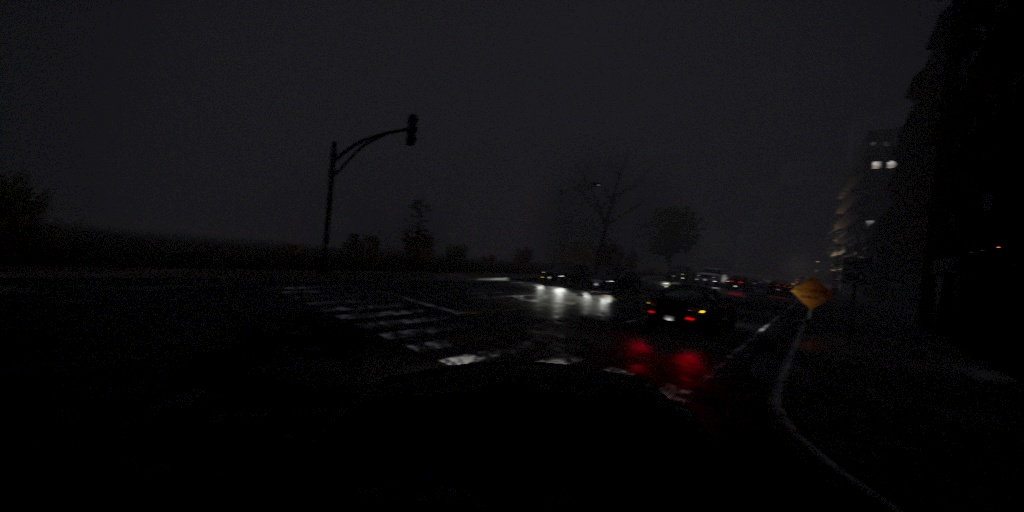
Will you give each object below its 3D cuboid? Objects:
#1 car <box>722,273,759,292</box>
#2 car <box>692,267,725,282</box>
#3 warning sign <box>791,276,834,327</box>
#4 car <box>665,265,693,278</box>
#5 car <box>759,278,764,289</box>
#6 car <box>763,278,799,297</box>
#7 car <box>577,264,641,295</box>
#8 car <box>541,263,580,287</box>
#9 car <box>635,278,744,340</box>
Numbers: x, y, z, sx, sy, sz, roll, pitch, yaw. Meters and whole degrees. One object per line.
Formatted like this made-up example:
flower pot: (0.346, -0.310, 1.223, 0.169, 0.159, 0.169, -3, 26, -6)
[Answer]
car: (23.129, 2.761, 36.250, 1.837, 1.490, 4.892, 6, 1, 42)
car: (22.742, 2.364, 40.793, 2.150, 2.045, 5.566, 6, 1, 42)
warning sign: (11.635, 1.723, 14.055, 1.300, 1.860, 1.060, 0, 0, 41)
car: (20.321, 2.103, 42.945, 2.150, 2.045, 5.566, 6, 1, 42)
car: (30.281, 3.327, 44.478, 1.994, 1.385, 4.181, 6, 1, 42)
car: (25.814, 3.013, 34.394, 1.882, 1.535, 5.008, 6, 2, 41)
car: (6.463, 1.473, 22.372, 2.128, 1.511, 4.902, 6, 1, 41)
car: (3.971, 1.221, 24.447, 1.837, 1.490, 4.892, 6, 1, 41)
car: (5.867, 1.646, 11.615, 1.812, 1.442, 4.674, 6, 1, 41)
